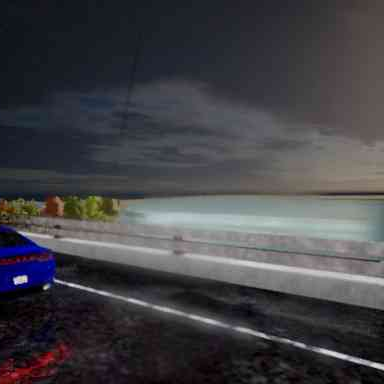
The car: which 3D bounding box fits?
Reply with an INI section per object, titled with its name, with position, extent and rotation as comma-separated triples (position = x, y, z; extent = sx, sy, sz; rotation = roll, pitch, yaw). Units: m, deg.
[car]
position = -5.235, 1.511, 7.741
extent = 5.008, 1.535, 1.882
rotation = 0, 0, 36
